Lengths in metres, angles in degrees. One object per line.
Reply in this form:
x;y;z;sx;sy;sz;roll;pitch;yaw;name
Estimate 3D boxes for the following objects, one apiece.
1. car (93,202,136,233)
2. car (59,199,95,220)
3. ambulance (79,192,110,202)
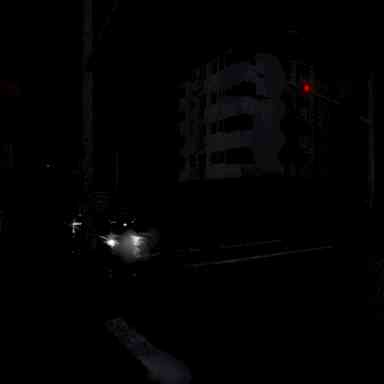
-5.230;1.681;21.539;1.837;1.490;4.892;0;0;-33;car
-10.758;1.668;30.189;2.128;1.511;4.902;0;0;-32;car
-11.401;1.207;37.816;2.351;2.431;6.366;0;0;-33;ambulance
